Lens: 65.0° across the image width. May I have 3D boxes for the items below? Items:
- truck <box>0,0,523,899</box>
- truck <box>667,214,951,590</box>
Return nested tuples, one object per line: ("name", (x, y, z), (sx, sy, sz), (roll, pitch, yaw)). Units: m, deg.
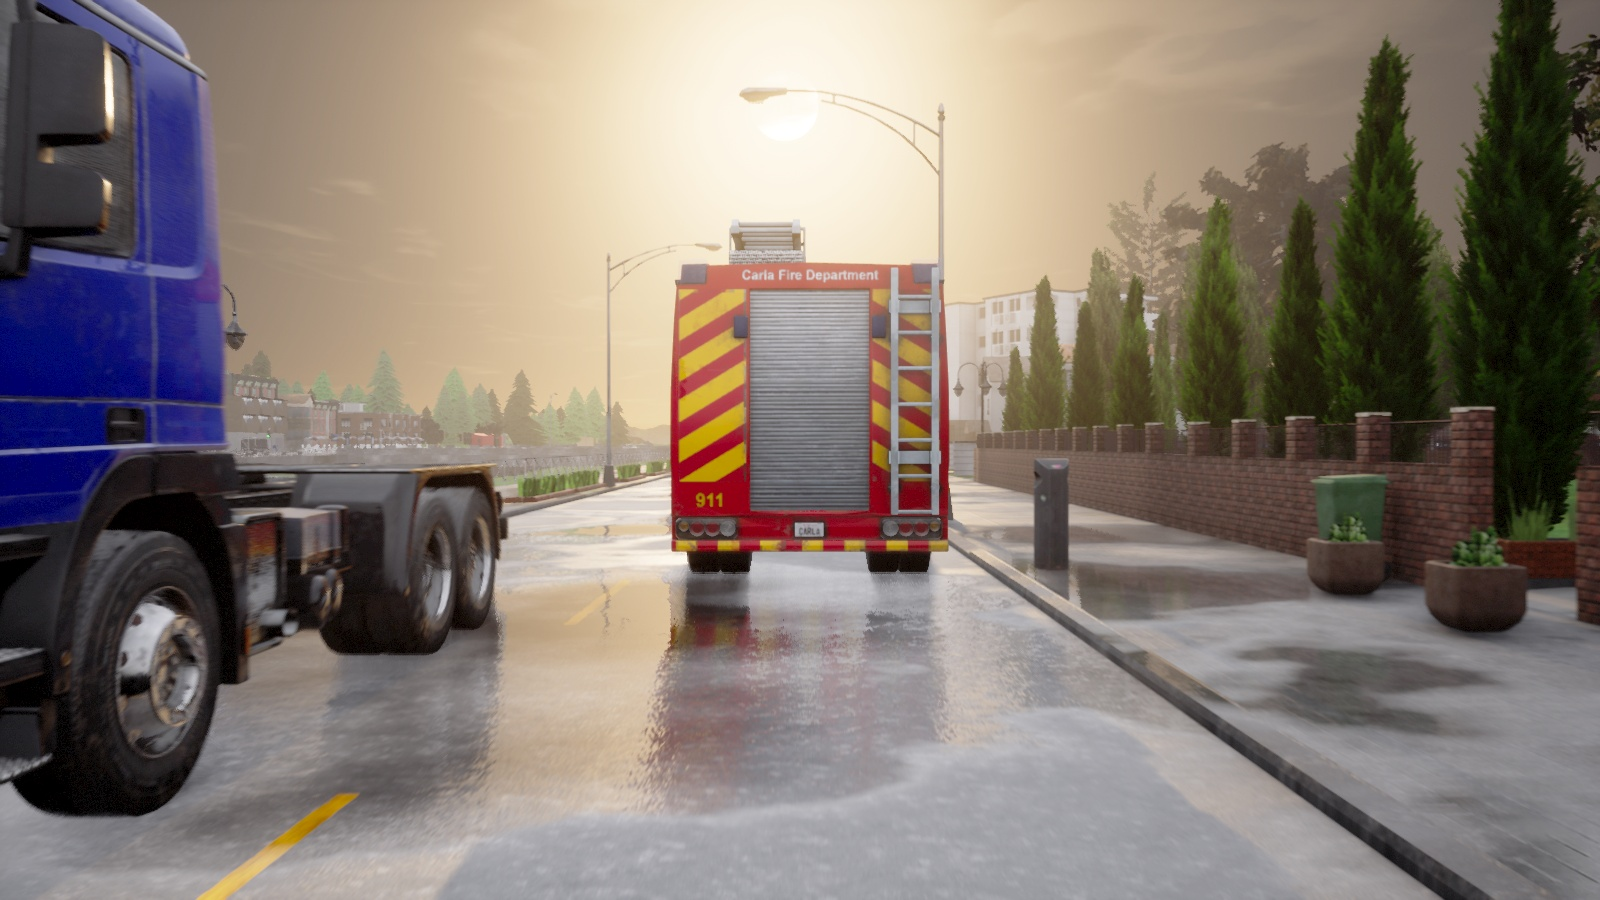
("truck", (-3.943, -0.279, 7.257), (2.891, 3.462, 7.936), (0, 0, 0))
("truck", (0.114, -0.514, 17.048), (2.891, 3.827, 8.468), (0, 0, 0))
